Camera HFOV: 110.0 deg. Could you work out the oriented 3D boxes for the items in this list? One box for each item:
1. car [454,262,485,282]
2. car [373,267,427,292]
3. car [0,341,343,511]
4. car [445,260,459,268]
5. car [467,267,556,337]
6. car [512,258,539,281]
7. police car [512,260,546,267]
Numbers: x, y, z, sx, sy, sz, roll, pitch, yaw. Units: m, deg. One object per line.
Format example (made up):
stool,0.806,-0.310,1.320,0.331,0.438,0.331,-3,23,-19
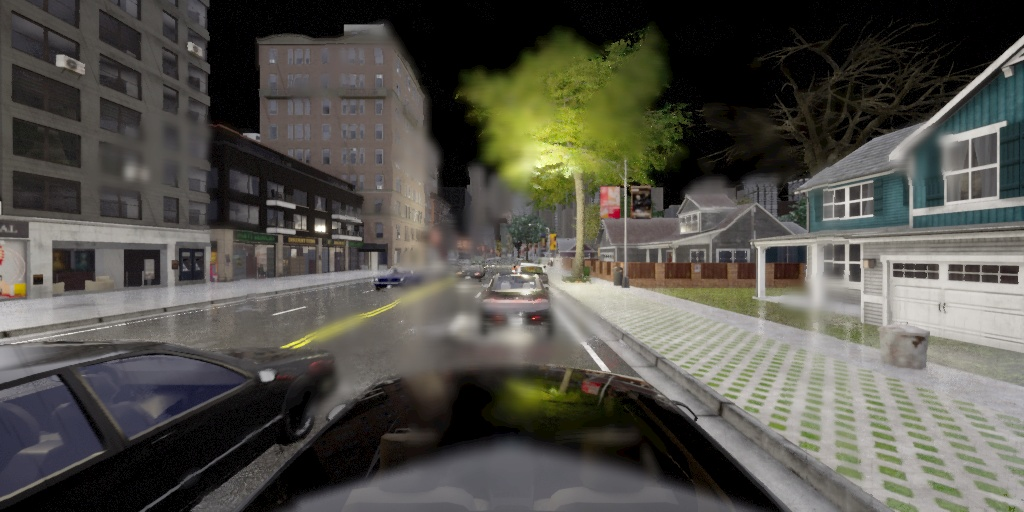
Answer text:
car,-3.053,1.334,28.107,1.895,1.301,4.718,0,0,0
car,-6.528,1.340,21.343,1.895,1.301,4.718,0,0,0
car,-3.149,1.297,2.230,2.033,1.411,5.357,0,0,0
car,-9.614,1.268,58.857,1.994,1.385,4.181,0,0,1
car,0.130,1.239,10.333,2.128,1.511,4.902,0,0,0
car,1.080,1.082,30.443,2.097,1.767,4.553,0,0,0
police car,1.044,1.165,20.583,1.930,1.638,5.238,0,0,0
